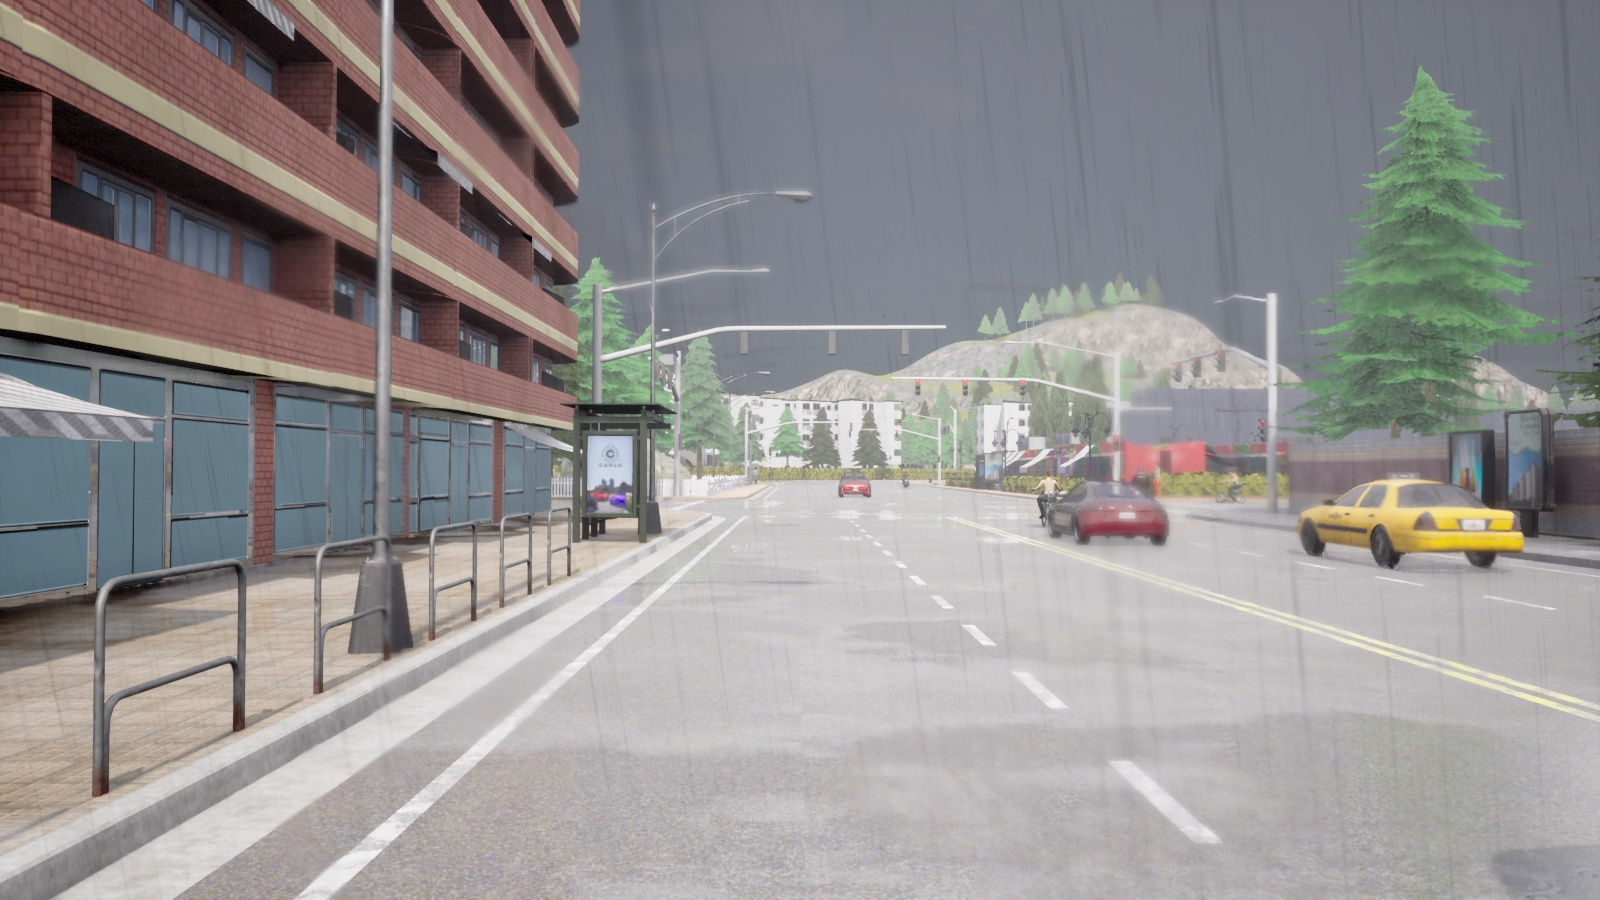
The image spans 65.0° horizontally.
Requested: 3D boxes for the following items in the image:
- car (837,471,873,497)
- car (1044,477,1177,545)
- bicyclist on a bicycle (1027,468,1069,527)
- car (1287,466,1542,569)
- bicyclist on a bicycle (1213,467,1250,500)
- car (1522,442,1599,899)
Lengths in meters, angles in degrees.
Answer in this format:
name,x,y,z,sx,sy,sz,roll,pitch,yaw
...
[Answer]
name,x,y,z,sx,sy,sz,roll,pitch,yaw
car,3.301,2.029,76.449,2.007,1.525,4.514,0,-1,0
car,6.923,1.328,28.475,1.994,1.385,4.181,0,-1,0
bicyclist on a bicycle,6.904,1.310,34.999,0.866,1.612,1.509,0,-1,0
car,10.442,1.079,21.894,1.801,1.575,5.366,0,-1,0
bicyclist on a bicycle,21.045,1.638,61.270,1.509,1.612,0.866,0,-1,0
car,3.494,0.762,1.855,2.033,1.649,4.856,0,-1,0
